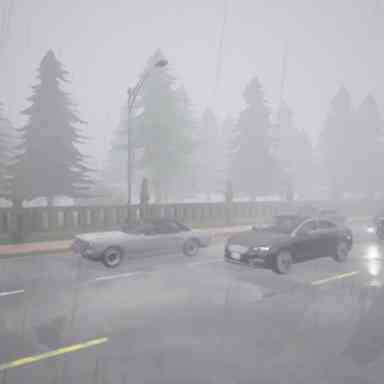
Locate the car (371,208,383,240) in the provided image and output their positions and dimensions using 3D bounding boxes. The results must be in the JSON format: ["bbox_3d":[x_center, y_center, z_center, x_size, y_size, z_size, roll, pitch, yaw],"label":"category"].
[{"bbox_3d":[10.815,1.483,16.040,5.008,1.535,1.882,0,0,-36],"label":"car"}]

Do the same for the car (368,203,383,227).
[{"bbox_3d":[14.184,1.512,22.733,4.892,1.490,1.837,0,0,-35],"label":"car"}]

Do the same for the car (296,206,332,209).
[{"bbox_3d":[5.964,1.497,16.875,4.902,1.511,2.128,0,0,-35],"label":"car"}]

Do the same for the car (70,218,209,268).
[{"bbox_3d":[-1.608,1.606,11.454,4.718,1.301,1.895,0,0,-36],"label":"car"}]

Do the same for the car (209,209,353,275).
[{"bbox_3d":[3.196,1.495,10.591,4.902,1.511,2.128,0,0,-36],"label":"car"}]
